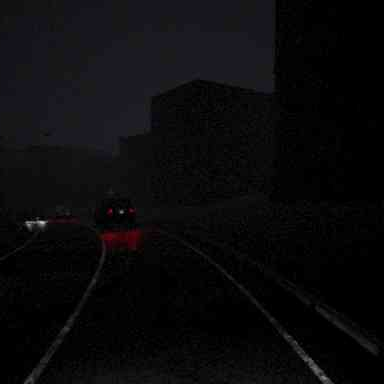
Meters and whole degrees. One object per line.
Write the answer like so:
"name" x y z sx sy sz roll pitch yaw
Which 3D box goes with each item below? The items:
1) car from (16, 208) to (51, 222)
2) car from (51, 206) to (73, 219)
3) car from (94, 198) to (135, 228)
"car" -17.810 2.470 36.629 2.033 1.411 5.357 -3 -1 -41
"car" -15.651 2.355 39.565 1.812 1.442 4.674 -3 -1 -40
"car" -5.762 1.467 24.465 2.150 2.045 5.566 -1 -1 -24
